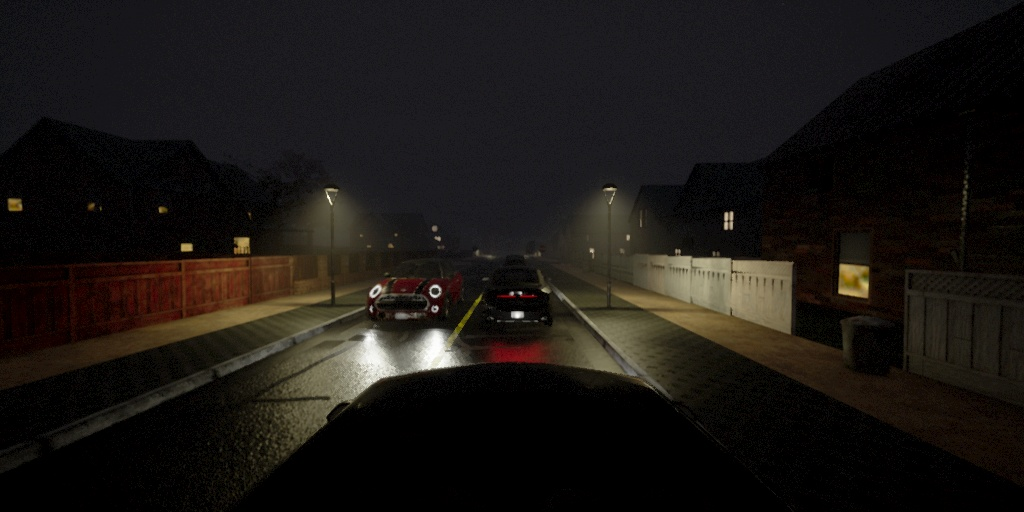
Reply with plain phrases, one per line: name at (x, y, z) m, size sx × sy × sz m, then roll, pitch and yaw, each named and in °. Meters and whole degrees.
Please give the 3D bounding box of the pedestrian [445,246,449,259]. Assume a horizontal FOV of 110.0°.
pedestrian at (-9.404, -0.523, 51.656) m, size 0.375 × 1.860 × 0.375 m, roll 0°, pitch 1°, yaw 1°

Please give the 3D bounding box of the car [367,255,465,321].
car at (-2.800, 0.879, 11.334) m, size 2.097 × 1.767 × 4.553 m, roll 0°, pitch 1°, yaw 0°

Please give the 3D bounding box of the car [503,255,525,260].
car at (0.238, 0.659, 27.459) m, size 1.837 × 1.490 × 4.892 m, roll 0°, pitch 1°, yaw 0°

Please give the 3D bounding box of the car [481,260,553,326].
car at (0.144, 1.046, 10.717) m, size 1.837 × 1.490 × 4.892 m, roll 0°, pitch 2°, yaw 0°
